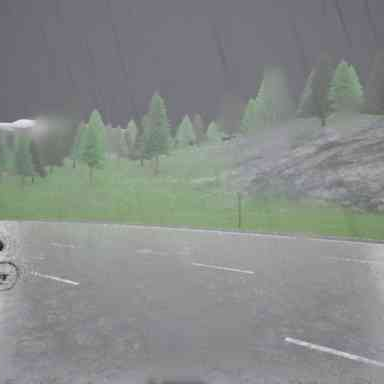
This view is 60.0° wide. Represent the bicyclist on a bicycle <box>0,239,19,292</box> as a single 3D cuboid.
[{"bbox_3d":[-4.503,1.455,7.053,0.582,1.620,1.656,0,2,35],"label":"bicyclist on a bicycle"}]
